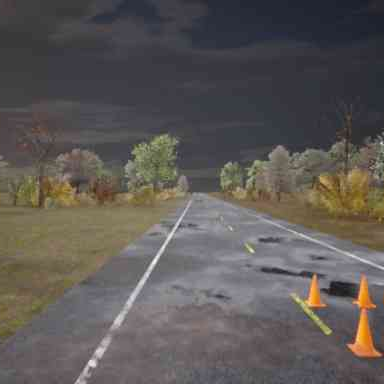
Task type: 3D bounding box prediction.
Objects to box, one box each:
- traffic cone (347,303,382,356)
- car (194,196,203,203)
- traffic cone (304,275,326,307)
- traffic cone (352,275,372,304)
[{"bbox_3d":[2.475,1.986,4.792,0.340,0.580,0.340,1,0,1],"label":"traffic cone"},{"bbox_3d":[1.444,1.538,72.579,2.128,1.511,4.902,1,0,1],"label":"car"},{"bbox_3d":[2.504,1.989,6.791,0.340,0.580,0.340,1,0,1],"label":"traffic cone"},{"bbox_3d":[3.504,1.999,6.777,0.340,0.580,0.340,1,0,1],"label":"traffic cone"}]
